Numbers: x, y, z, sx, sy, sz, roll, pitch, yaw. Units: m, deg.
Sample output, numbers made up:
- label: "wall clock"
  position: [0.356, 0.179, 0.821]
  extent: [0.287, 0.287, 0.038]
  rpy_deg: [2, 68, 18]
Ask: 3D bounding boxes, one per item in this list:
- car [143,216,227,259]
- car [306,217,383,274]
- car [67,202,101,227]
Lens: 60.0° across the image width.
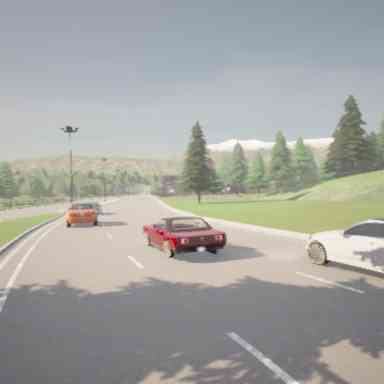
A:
- label: "car"
  position: [-0.521, 1.599, 12.880]
  extent: [1.895, 1.301, 4.718]
  rpy_deg: [-2, 0, -22]
- label: "car"
  position: [4.976, 1.355, 8.436]
  extent: [1.812, 1.442, 4.674]
  rpy_deg: [-2, 0, -22]
- label: "car"
  position: [-8.255, 1.579, 25.261]
  extent: [2.097, 1.767, 4.553]
  rpy_deg: [-2, 0, -16]
